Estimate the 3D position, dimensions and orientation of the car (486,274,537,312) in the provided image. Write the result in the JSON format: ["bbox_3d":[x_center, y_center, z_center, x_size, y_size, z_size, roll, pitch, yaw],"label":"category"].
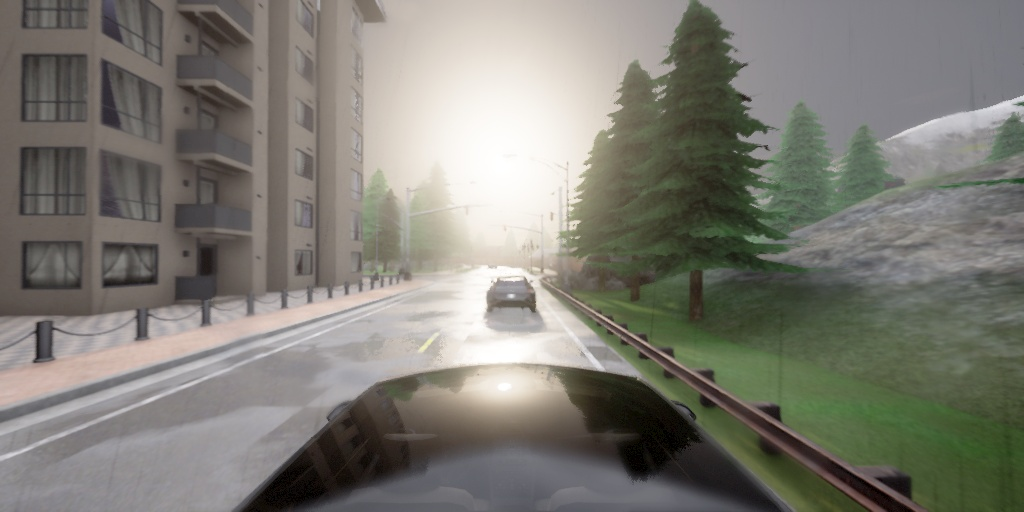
[{"bbox_3d":[0.005,1.463,15.203,1.994,1.385,4.181,0,-1,1],"label":"car"}]
